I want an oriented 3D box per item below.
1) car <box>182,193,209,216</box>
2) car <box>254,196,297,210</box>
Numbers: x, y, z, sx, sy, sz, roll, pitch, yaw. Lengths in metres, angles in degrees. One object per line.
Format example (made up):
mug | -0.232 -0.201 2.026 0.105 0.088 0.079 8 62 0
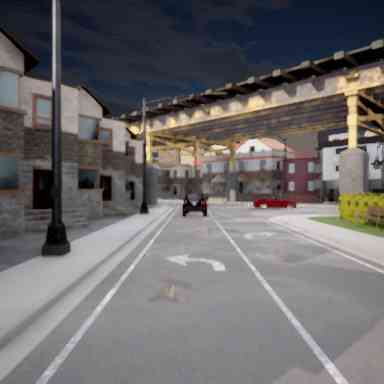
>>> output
car | 0.333 1.068 30.433 2.150 2.045 5.566 0 0 3
car | 9.942 1.278 39.584 5.008 1.535 1.882 0 -1 4
